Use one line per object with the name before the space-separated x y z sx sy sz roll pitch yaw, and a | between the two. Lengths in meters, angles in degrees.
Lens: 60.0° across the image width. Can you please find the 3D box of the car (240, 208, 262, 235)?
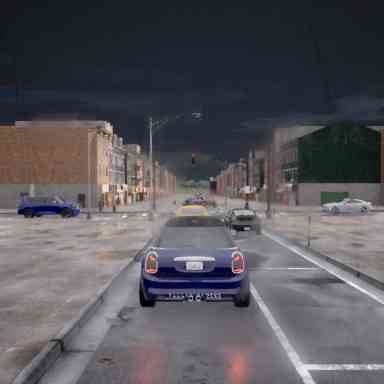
car | 2.672 1.546 18.288 2.008 1.369 4.403 -1 0 0

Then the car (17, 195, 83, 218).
car | -12.856 1.335 30.275 5.566 2.045 2.150 0 1 0

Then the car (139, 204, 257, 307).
car | 0.069 1.349 8.122 2.097 1.767 4.553 0 0 1

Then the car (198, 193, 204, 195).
car | 2.820 1.556 72.863 1.887 1.381 4.507 -1 0 0

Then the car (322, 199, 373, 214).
car | 15.467 1.398 33.148 4.674 1.442 1.812 0 1 0

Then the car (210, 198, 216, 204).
car | 2.760 1.547 50.733 1.887 1.381 4.507 -1 0 0

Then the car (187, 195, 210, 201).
car | 0.183 1.505 39.288 1.837 1.490 4.892 -4 1 -15

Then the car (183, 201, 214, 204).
car | 0.067 1.473 17.997 1.882 1.535 5.008 0 0 1

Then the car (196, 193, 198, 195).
car | 2.880 1.571 94.993 2.008 1.369 4.403 -1 0 0
